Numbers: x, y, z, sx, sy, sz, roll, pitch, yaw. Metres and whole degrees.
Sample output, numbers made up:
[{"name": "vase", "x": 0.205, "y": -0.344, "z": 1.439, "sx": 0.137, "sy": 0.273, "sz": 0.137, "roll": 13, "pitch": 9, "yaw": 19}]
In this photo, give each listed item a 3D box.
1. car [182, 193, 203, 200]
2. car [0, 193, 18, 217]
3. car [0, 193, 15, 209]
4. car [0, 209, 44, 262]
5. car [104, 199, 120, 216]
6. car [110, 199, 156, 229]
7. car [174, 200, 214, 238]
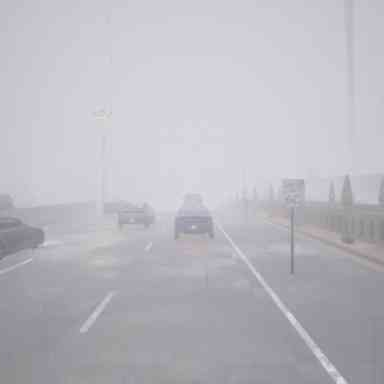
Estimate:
[{"name": "car", "x": 0.076, "y": 1.184, "z": 37.031, "sx": 2.150, "sy": 2.045, "sz": 5.566, "roll": 0, "pitch": -1, "yaw": 0}, {"name": "car", "x": -17.613, "y": 1.126, "z": 28.750, "sx": 2.150, "sy": 2.045, "sz": 5.566, "roll": 0, "pitch": 0, "yaw": 0}, {"name": "car", "x": -14.113, "y": 1.150, "z": 22.295, "sx": 2.150, "sy": 2.045, "sz": 5.566, "roll": 0, "pitch": 0, "yaw": 0}, {"name": "car", "x": -6.910, "y": 1.526, "z": 11.657, "sx": 1.994, "sy": 1.385, "sz": 4.181, "roll": 0, "pitch": 0, "yaw": 0}, {"name": "car", "x": -6.921, "y": 1.379, "z": 31.577, "sx": 1.882, "sy": 1.535, "sz": 5.008, "roll": 0, "pitch": 0, "yaw": 0}, {"name": "car", "x": -3.414, "y": 1.419, "z": 21.171, "sx": 2.128, "sy": 1.511, "sz": 4.902, "roll": 0, "pitch": 0, "yaw": 0}, {"name": "car", "x": 0.089, "y": 1.417, "z": 17.449, "sx": 1.882, "sy": 1.535, "sz": 5.008, "roll": 0, "pitch": 0, "yaw": 0}]
